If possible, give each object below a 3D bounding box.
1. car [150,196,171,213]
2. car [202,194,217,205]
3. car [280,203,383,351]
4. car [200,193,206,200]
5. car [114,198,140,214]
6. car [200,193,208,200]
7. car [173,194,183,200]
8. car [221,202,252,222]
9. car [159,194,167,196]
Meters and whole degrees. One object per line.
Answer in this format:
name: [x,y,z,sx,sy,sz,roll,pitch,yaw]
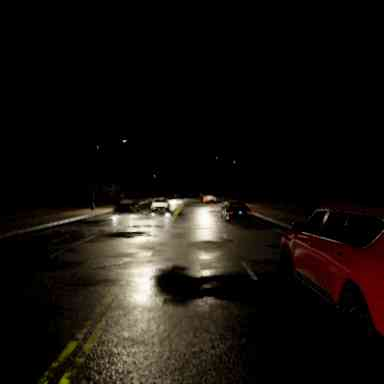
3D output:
car: [-3.343,1.433,36.282,1.812,1.442,4.674,0,0,0]
car: [3.253,1.448,56.898,1.895,1.301,4.718,0,0,0]
car: [3.349,1.206,6.308,2.150,2.045,5.566,0,0,0]
car: [3.254,1.167,67.837,2.097,1.767,4.553,0,0,0]
car: [-6.594,1.391,34.011,1.882,1.535,5.008,0,0,0]
car: [3.256,1.179,89.867,2.033,1.649,4.856,0,0,0]
car: [-3.246,1.128,77.624,2.128,1.511,4.902,0,0,0]
car: [3.350,1.483,25.530,2.033,1.411,5.357,0,0,0]
car: [-6.496,1.158,75.821,2.128,1.511,4.902,0,0,0]
